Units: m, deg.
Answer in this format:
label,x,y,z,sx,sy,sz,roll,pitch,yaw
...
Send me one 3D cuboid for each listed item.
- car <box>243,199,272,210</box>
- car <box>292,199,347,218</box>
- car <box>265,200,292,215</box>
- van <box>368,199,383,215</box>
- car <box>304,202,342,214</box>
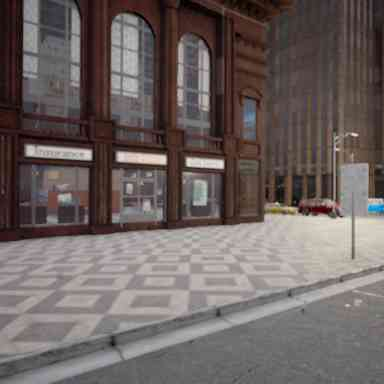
label,x,y,z,sx,sy,sz,roll,pitch,yaw
car,10.097,1.962,51.497,1.967,1.590,4.097,0,0,-35
car,12.855,1.577,32.789,2.192,1.841,5.009,0,0,-35
car,9.715,1.853,37.246,1.752,1.417,4.829,0,0,-35
van,19.818,1.660,37.709,1.690,1.788,3.998,0,0,-35
car,16.580,1.968,42.304,1.802,1.307,4.206,0,0,-35
